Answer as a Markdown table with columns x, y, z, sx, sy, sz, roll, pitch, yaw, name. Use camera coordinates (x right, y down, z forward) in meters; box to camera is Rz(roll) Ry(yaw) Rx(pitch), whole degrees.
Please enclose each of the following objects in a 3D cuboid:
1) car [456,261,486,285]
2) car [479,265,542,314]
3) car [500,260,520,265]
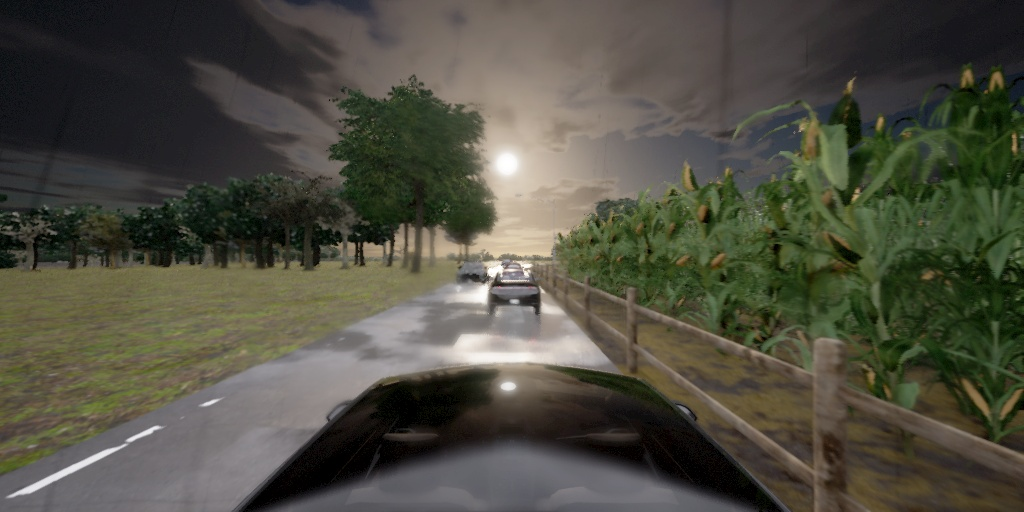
| x | y | z | sx | sy | sz | roll | pitch | yaw | name |
| --- | --- | --- | --- | --- | --- | --- | --- | --- | --- |
| -2.844 | 1.151 | 26.701 | 2.097 | 1.767 | 4.553 | 0 | 0 | 0 | car |
| 0.100 | 1.262 | 13.983 | 2.128 | 1.511 | 4.902 | 0 | 0 | 0 | car |
| 0.099 | 1.336 | 31.853 | 1.812 | 1.442 | 4.674 | 0 | 0 | 0 | car |
